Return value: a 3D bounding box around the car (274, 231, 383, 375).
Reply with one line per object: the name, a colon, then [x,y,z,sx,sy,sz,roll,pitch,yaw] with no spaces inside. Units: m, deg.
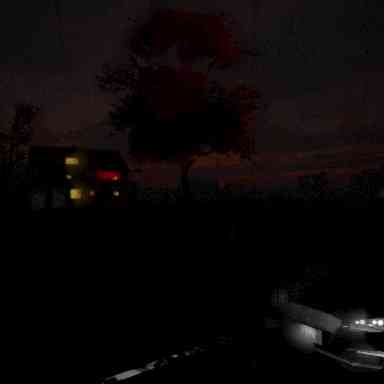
car: [3.425,1.451,5.498,4.902,1.511,2.128,0,0,-35]
